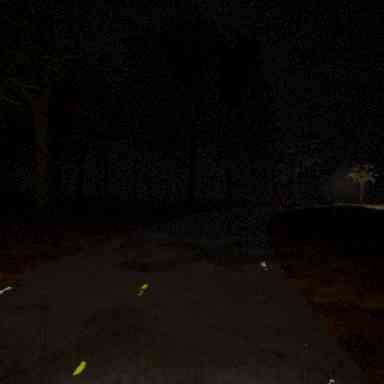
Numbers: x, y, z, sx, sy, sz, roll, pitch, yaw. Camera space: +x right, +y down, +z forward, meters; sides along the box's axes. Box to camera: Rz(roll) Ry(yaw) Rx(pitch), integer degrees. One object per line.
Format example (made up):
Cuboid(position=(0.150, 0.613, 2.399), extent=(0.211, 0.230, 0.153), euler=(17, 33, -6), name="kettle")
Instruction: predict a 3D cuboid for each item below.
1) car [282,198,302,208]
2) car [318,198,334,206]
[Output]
Cuboid(position=(14.590, 1.606, 48.581), extent=(1.994, 1.385, 4.181), euler=(1, 0, 32), name="car")
Cuboid(position=(25.242, 1.838, 62.656), extent=(1.837, 1.490, 4.892), euler=(2, 0, 41), name="car")
